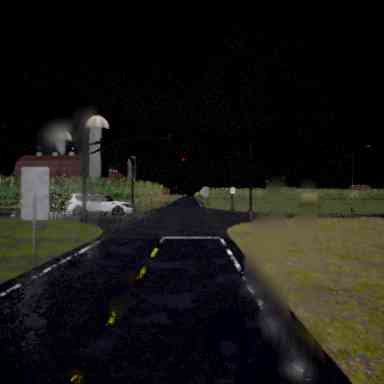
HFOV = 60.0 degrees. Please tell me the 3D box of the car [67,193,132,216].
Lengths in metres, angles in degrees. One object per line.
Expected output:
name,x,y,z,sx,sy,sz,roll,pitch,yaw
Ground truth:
car,-8.190,1.169,29.687,5.566,2.045,2.150,1,-1,-3
